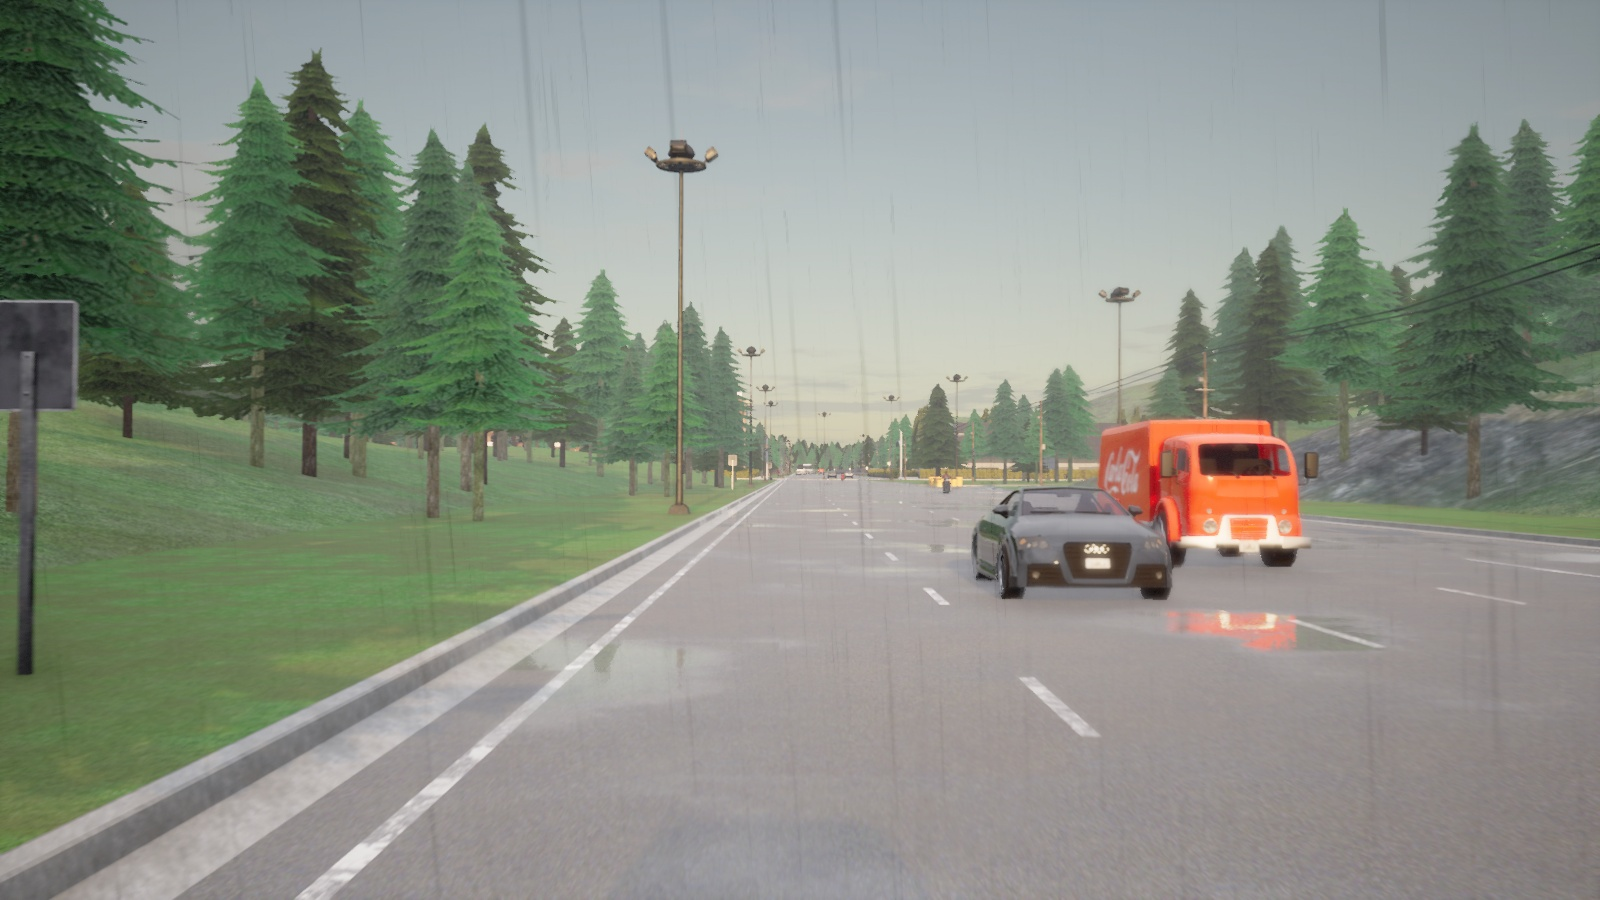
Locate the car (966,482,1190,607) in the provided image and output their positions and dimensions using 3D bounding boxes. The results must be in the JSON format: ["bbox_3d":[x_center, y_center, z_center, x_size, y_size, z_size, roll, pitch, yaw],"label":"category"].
[{"bbox_3d":[3.460,1.140,16.480,1.994,1.385,4.181,0,-1,0],"label":"car"}]

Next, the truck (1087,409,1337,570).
[{"bbox_3d":[6.944,0.673,21.980,2.627,2.467,5.204,0,-1,0],"label":"truck"}]
